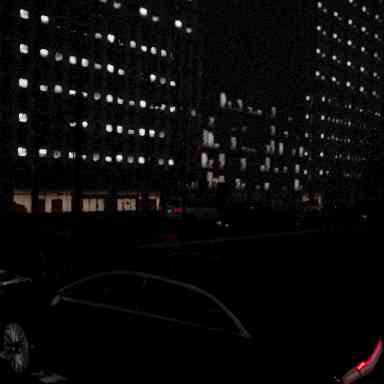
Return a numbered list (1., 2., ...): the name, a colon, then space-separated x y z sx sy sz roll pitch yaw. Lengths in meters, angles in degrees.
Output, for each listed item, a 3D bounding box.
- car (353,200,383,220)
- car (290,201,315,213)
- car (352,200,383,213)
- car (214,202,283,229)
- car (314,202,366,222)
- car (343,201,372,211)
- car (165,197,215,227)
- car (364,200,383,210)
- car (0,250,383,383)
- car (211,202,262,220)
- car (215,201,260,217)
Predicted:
1. car: 18.553 1.782 34.220 5.009 1.841 2.192 1 1 -34
2. car: 13.962 1.780 40.631 4.829 1.417 1.752 1 1 -34
3. car: 23.651 1.899 44.179 4.902 1.511 2.128 1 1 -34
4. car: 4.518 1.642 24.618 5.009 1.841 2.192 1 1 -34
5. car: 13.870 1.965 31.024 4.507 1.381 1.887 1 1 -34
6. car: 23.458 1.932 47.130 4.206 1.307 1.802 1 1 -34
7. car: 0.655 1.454 25.174 5.566 2.045 2.150 1 1 -32
8. car: 28.138 1.963 50.330 4.313 1.339 1.947 1 1 -34
9. car: -0.403 1.490 4.031 4.902 1.511 2.128 0 0 32
10. car: 4.184 1.735 30.957 4.674 1.442 1.812 1 1 -34
11. car: 4.744 1.714 34.326 4.403 1.369 2.008 1 1 -34
